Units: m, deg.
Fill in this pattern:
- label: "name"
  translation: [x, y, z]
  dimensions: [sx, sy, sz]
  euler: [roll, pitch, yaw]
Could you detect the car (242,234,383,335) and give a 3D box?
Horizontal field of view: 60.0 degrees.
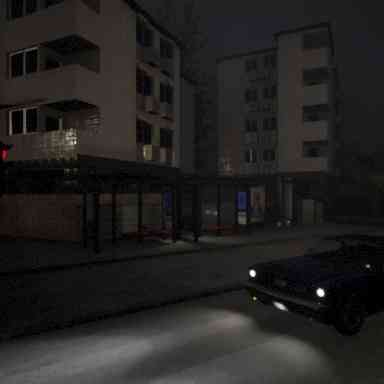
- label: "car"
  translation: [3.310, 1.600, 6.803]
  dimensions: [4.718, 1.301, 1.895]
  euler: [0, 0, -34]
